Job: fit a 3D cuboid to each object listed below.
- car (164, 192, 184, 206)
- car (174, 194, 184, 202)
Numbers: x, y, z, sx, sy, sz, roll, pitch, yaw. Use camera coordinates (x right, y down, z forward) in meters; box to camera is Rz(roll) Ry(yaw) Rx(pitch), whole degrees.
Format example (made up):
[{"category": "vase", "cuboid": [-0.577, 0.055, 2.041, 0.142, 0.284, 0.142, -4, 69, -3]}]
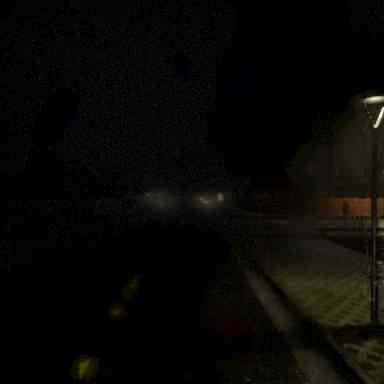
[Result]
[{"category": "car", "cuboid": [-2.748, 1.095, 48.055, 2.150, 2.045, 5.566, 0, 2, 0]}, {"category": "car", "cuboid": [-2.748, 1.225, 71.213, 1.837, 1.490, 4.892, 0, 0, 0]}]
